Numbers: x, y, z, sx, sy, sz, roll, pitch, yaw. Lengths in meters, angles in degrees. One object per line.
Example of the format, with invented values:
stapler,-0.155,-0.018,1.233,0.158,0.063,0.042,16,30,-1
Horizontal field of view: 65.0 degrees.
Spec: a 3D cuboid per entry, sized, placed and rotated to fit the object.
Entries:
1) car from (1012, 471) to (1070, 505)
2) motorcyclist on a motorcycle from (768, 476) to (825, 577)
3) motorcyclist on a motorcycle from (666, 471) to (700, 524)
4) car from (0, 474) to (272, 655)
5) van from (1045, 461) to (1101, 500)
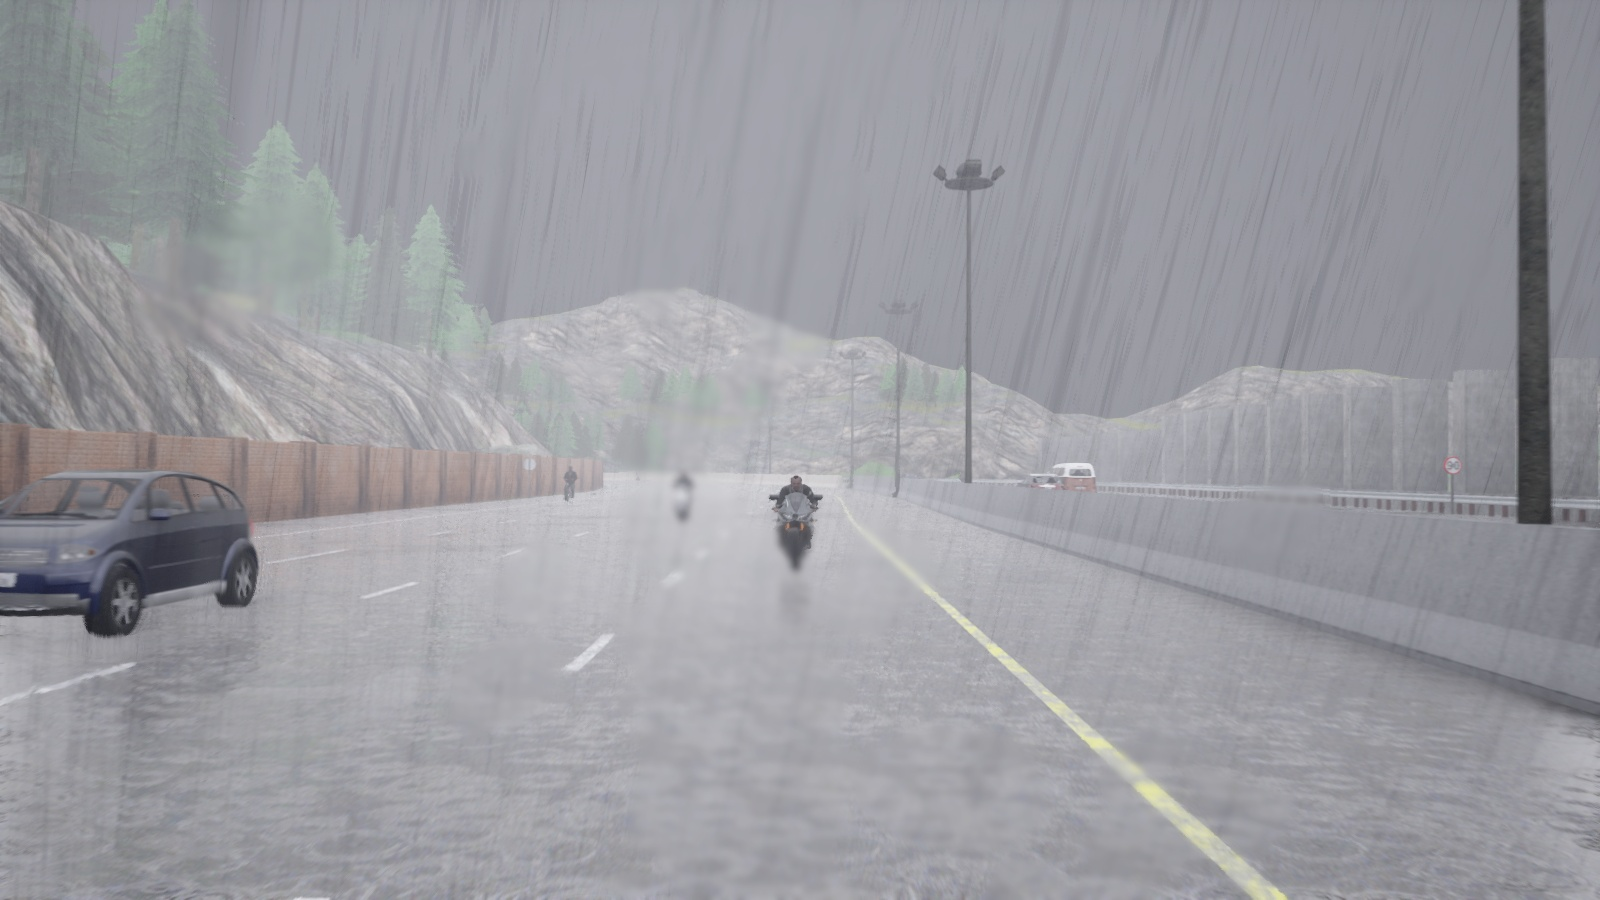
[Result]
car,10.788,1.682,56.473,1.970,1.475,3.806,0,-1,1
motorcyclist on a motorcycle,-0.053,1.190,20.342,0.866,1.530,2.191,0,-1,0
motorcyclist on a motorcycle,-3.557,1.423,38.303,0.866,1.590,1.817,0,-1,0
car,-7.034,1.034,12.767,1.789,1.549,3.705,0,-1,0
van,14.481,1.601,66.887,2.069,2.038,4.480,0,-1,1
